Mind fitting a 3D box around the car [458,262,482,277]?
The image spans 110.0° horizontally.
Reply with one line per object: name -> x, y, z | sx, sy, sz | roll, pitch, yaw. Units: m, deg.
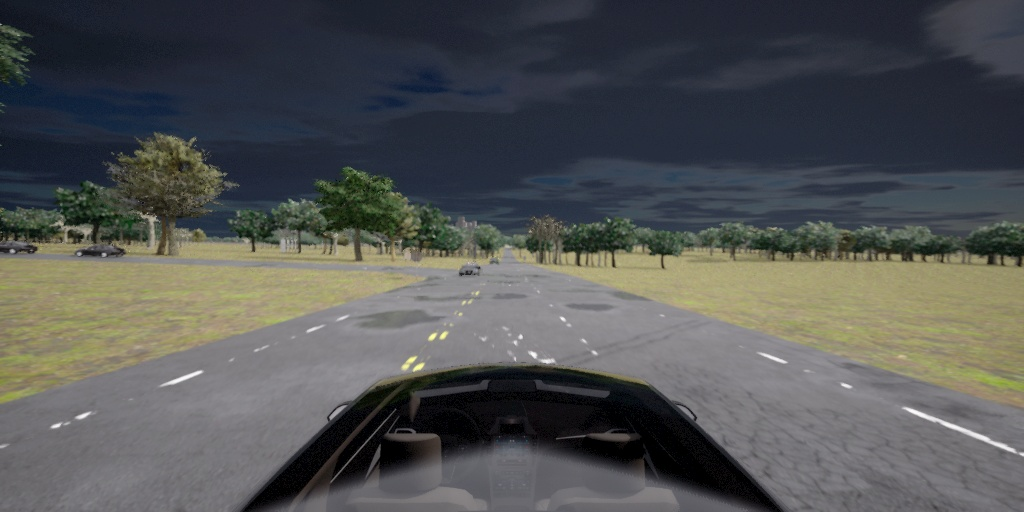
car -> -3.967, 1.308, 34.783 | 1.994, 1.385, 4.181 | 1, 1, -1
